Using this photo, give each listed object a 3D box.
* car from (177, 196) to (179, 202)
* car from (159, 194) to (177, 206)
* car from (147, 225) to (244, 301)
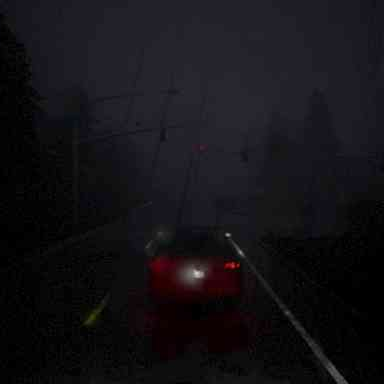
[{"bbox_3d":[-3.546,1.102,64.579,1.812,1.442,4.674,0,0,1],"label":"car"},{"bbox_3d":[-3.597,1.185,48.571,1.837,1.490,4.892,0,1,0],"label":"car"},{"bbox_3d":[0.074,1.509,8.270,1.994,1.385,4.181,0,0,0],"label":"car"}]
